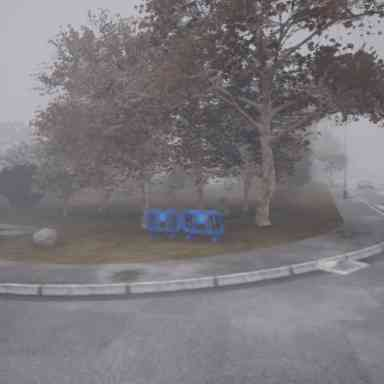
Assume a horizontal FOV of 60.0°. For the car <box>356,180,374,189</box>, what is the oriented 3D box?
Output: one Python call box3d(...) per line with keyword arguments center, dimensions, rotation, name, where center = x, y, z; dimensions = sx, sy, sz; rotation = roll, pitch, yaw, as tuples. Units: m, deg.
box3d(center=(24.776, -1.125, 47.732), dimensions=(1.895, 1.301, 4.718), rotation=(1, 4, 21), name="car")
